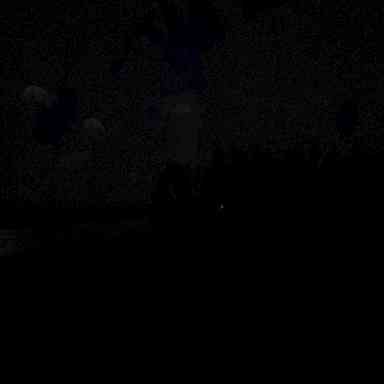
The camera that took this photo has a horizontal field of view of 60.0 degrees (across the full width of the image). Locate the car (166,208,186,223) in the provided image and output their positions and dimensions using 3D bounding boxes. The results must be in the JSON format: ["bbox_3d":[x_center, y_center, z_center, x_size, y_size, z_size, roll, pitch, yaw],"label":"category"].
[{"bbox_3d":[0.257,1.645,24.987,1.895,1.301,4.718,2,0,36],"label":"car"}]
